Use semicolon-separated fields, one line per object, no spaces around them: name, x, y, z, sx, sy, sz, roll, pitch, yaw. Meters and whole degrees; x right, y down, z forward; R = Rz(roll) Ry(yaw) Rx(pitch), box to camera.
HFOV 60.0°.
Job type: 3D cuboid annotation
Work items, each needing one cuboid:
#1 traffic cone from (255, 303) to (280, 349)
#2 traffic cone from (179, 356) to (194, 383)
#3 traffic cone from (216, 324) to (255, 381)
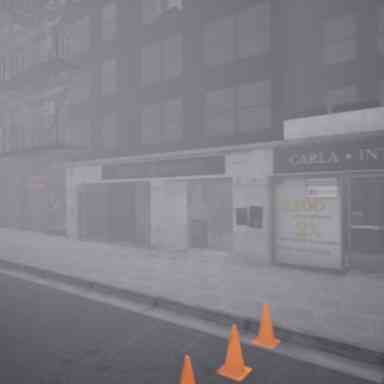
traffic cone;1.109;1.974;5.013;0.340;0.580;0.340;0;0;35
traffic cone;-0.051;1.967;3.384;0.340;0.580;0.340;0;0;35
traffic cone;0.529;1.971;4.198;0.340;0.580;0.340;0;0;35
